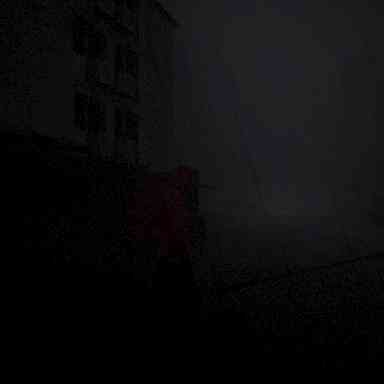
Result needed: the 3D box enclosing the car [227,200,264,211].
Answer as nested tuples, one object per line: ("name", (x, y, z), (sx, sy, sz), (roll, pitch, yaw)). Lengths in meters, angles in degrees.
("car", (6.425, 1.601, 40.175), (1.895, 1.301, 4.718), (0, 0, -36))
